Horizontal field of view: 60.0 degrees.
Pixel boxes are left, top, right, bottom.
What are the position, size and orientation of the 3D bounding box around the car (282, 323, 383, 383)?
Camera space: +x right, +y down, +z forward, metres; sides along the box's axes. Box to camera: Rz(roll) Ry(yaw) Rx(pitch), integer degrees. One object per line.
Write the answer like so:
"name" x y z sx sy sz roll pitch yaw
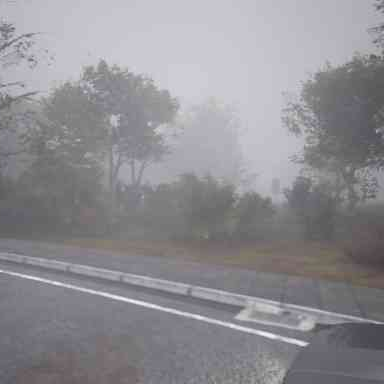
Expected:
"car" 3.177 1.537 1.701 5.357 1.411 2.033 0 0 35
